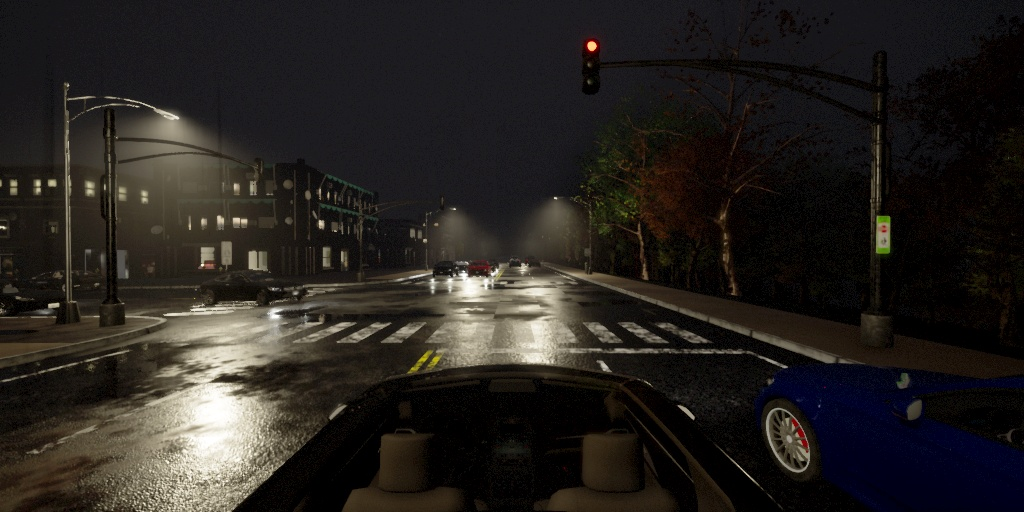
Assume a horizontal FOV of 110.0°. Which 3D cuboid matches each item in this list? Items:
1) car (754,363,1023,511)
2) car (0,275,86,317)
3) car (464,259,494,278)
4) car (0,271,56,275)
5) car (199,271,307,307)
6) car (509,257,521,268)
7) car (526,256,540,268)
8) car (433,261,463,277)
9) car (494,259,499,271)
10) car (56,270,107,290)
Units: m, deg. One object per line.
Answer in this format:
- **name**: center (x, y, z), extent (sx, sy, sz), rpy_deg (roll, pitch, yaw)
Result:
- **car**: center (3.355, 1.276, 1.682), extent (1.812, 1.442, 4.674), rpy_deg (0, 0, 1)
- **car**: center (-19.857, 1.565, 13.863), extent (4.313, 1.339, 1.948), rpy_deg (0, 0, 1)
- **car**: center (-3.083, 1.217, 34.625), extent (1.882, 1.535, 5.008), rpy_deg (0, 0, 1)
- **car**: center (-24.847, 1.530, 16.614), extent (4.892, 1.490, 1.837), rpy_deg (1, 1, 1)
- **car**: center (-11.320, 1.364, 15.629), extent (4.674, 1.442, 1.812), rpy_deg (-2, 0, 15)
- **car**: center (0.565, 1.291, 61.862), extent (1.994, 1.385, 4.181), rpy_deg (0, 0, 0)
- **car**: center (3.810, 1.205, 61.513), extent (1.882, 1.535, 5.008), rpy_deg (0, 0, 1)
- **car**: center (-6.340, 1.217, 34.782), extent (1.882, 1.535, 5.008), rpy_deg (0, 0, 1)
- **car**: center (-3.006, 1.261, 44.686), extent (1.812, 1.442, 4.674), rpy_deg (0, 0, 1)
- **car**: center (-28.124, 1.560, 22.439), extent (4.403, 1.370, 2.007), rpy_deg (0, 0, 1)
